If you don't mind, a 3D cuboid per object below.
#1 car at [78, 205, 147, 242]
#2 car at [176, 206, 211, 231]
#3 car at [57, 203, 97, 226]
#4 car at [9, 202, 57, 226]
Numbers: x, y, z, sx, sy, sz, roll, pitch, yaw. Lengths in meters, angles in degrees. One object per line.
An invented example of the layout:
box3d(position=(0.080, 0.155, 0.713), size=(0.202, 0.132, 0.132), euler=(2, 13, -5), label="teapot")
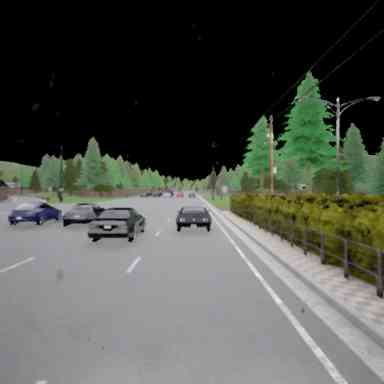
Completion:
box3d(position=(-3.402, 1.454, 15.911), size=(2.033, 1.411, 5.357), euler=(0, 0, 0), label="car")
box3d(position=(0.097, 1.485, 19.749), size=(1.895, 1.301, 4.718), euler=(0, 0, 0), label="car")
box3d(position=(-6.902, 1.435, 21.972), size=(1.994, 1.385, 4.181), euler=(0, 0, 0), label="car")
box3d(position=(-10.402, 1.394, 22.303), size=(1.812, 1.442, 4.674), euler=(0, 0, 0), label="car")
